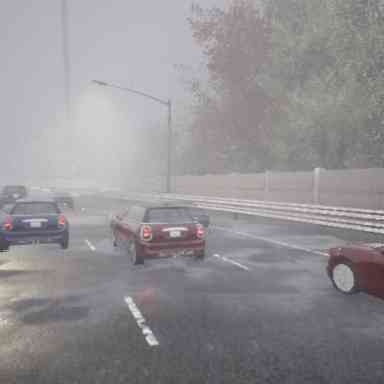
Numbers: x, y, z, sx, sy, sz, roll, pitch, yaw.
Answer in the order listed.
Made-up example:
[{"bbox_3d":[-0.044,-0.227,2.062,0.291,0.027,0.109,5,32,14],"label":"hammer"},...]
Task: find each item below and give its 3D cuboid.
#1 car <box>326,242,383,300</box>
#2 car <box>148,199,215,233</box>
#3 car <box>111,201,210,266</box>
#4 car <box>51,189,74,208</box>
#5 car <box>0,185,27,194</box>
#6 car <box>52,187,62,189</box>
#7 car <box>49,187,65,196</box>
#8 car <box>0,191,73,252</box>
[{"bbox_3d":[4.567,1.422,5.693,1.882,1.535,5.008,0,2,-21],"label":"car"},{"bbox_3d":[-0.725,1.185,17.809,1.994,1.385,4.181,0,1,-27],"label":"car"},{"bbox_3d":[-1.307,1.105,10.962,2.097,1.767,4.553,0,1,-24],"label":"car"},{"bbox_3d":[-11.904,0.727,29.586,1.837,1.490,4.892,0,1,-34],"label":"car"},{"bbox_3d":[-15.817,0.399,29.073,2.150,2.045,5.566,0,1,-36],"label":"car"},{"bbox_3d":[-17.821,0.343,45.227,1.812,1.442,4.674,0,1,-32],"label":"car"},{"bbox_3d":[-25.014,-0.131,61.725,2.128,1.511,4.902,0,1,-14],"label":"car"},{"bbox_3d":[-5.915,1.007,12.579,2.097,1.767,4.553,0,1,-25],"label":"car"}]
